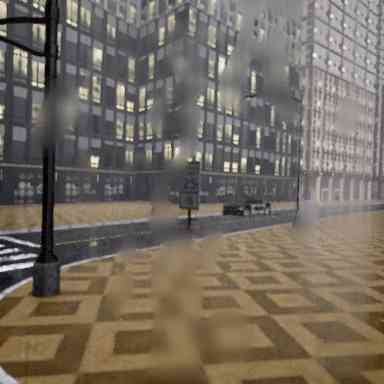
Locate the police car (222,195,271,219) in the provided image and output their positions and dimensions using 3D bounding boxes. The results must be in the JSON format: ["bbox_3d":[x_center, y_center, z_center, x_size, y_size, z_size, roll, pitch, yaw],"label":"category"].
[{"bbox_3d":[4.257,1.091,25.794,1.930,1.638,5.238,3,2,41],"label":"police car"}]
